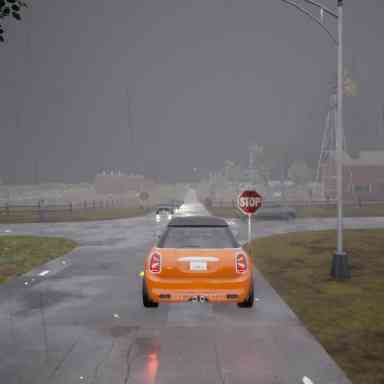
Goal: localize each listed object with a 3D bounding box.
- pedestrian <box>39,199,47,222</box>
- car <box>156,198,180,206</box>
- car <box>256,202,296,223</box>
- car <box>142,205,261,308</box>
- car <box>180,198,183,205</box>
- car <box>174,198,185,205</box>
[{"bbox_3d":[-12.088,1.466,26.978,0.375,1.860,0.375,0,2,0],"label":"pedestrian"},{"bbox_3d":[-2.794,1.614,36.483,2.033,1.411,5.357,0,0,1],"label":"car"},{"bbox_3d":[5.242,1.431,23.820,4.181,1.385,1.994,-1,1,1],"label":"car"},{"bbox_3d":[0.119,1.354,8.100,2.097,1.767,4.553,0,0,0],"label":"car"},{"bbox_3d":[-2.725,1.687,46.320,1.994,1.385,4.181,0,0,0],"label":"car"},{"bbox_3d":[-2.583,1.913,69.148,1.994,1.385,4.181,0,-1,0],"label":"car"}]
